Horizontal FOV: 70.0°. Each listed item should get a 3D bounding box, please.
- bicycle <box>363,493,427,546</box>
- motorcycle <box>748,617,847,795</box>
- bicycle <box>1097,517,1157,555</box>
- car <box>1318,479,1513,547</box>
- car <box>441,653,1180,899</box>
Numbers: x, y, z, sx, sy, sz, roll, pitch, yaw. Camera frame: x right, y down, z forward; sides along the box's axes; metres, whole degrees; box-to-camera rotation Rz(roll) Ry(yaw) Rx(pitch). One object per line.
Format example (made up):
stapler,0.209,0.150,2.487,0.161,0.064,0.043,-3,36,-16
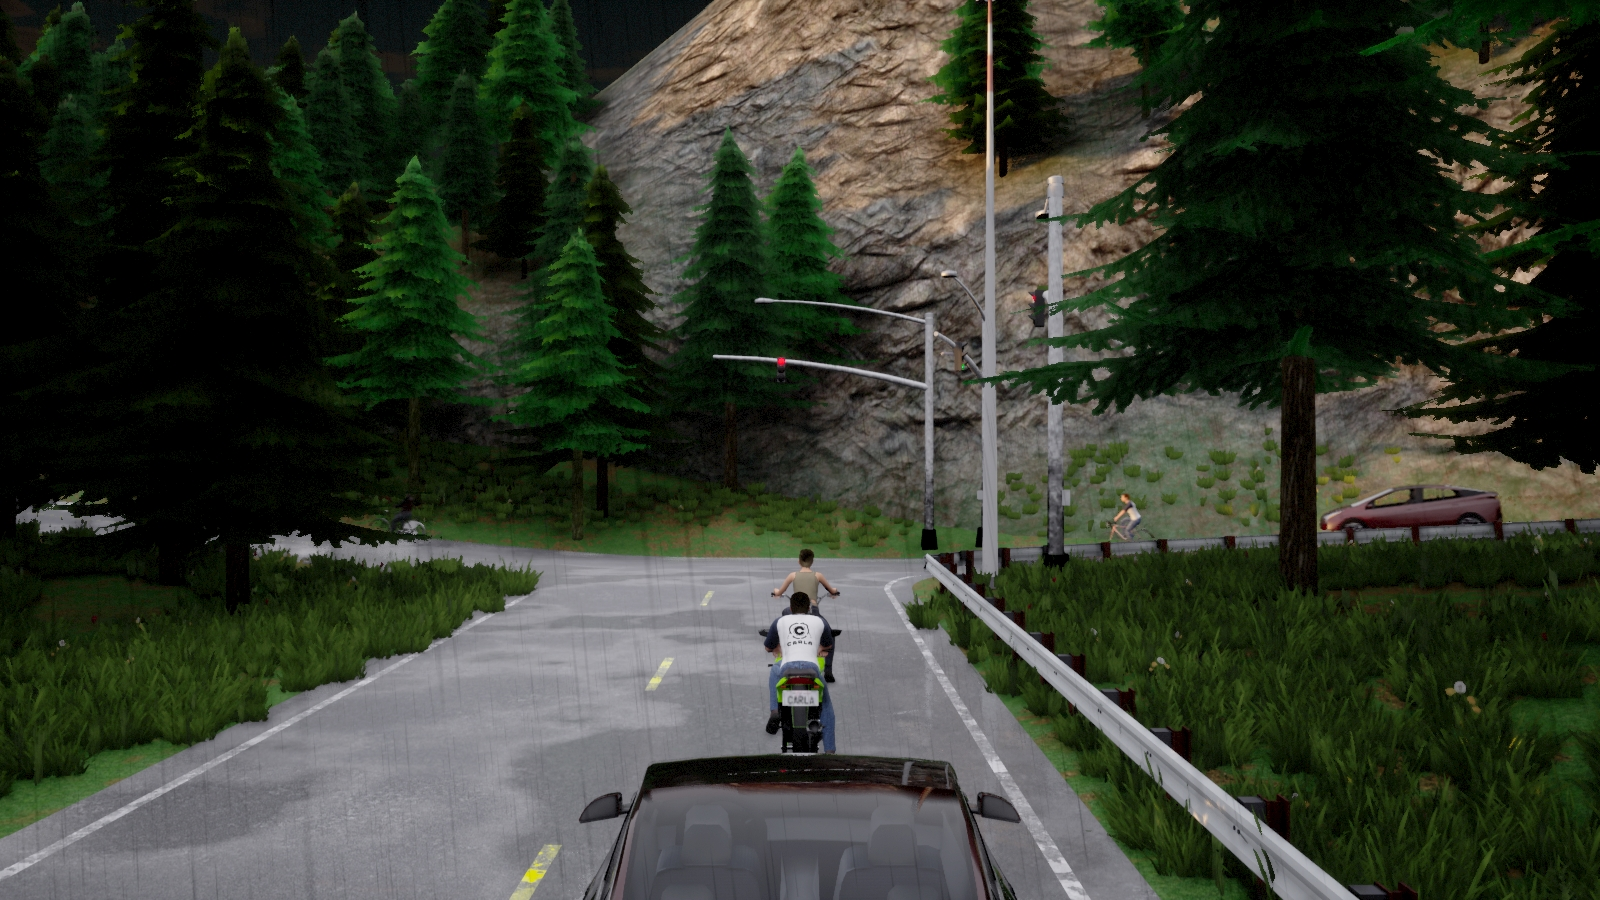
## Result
bicycle,-12.628,2.151,35.601,1.835,1.471,0.329,5,1,8
motorcycle,-0.020,2.213,10.238,0.803,1.145,2.033,0,0,0
bicycle,9.835,2.597,34.363,1.643,1.024,0.373,-5,-1,17
car,16.947,1.750,31.742,4.514,1.525,2.007,-5,-2,23
car,0.029,2.063,5.012,2.163,1.488,4.792,0,0,0
